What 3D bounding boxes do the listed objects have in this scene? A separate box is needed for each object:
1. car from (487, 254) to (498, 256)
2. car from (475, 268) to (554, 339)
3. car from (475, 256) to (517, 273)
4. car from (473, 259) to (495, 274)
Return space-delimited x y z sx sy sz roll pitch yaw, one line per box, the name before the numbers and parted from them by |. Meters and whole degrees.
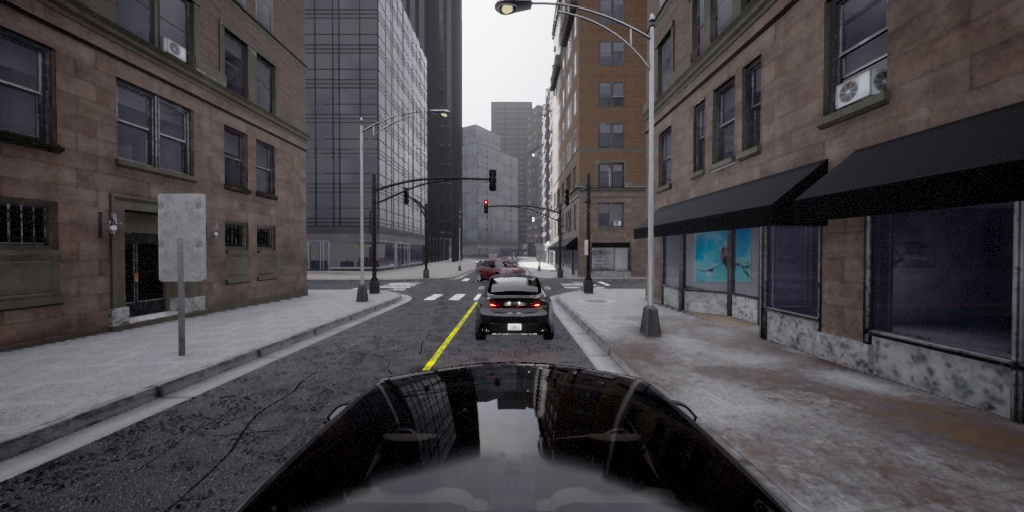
car | -3.164 0.701 57.611 2.150 2.045 5.566 0 1 0
car | 0.068 1.252 10.001 1.837 1.490 4.892 0 0 0
car | -0.810 1.078 26.177 2.097 1.767 4.553 0 0 -29
car | -3.146 1.141 41.164 2.128 1.511 4.902 0 0 0
